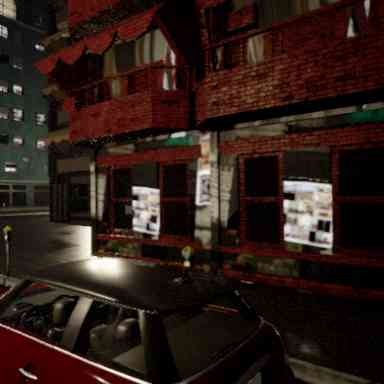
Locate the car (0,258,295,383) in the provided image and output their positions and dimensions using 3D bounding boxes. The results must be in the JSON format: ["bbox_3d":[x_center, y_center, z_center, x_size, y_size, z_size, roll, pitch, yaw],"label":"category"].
[{"bbox_3d":[-1.134,1.454,3.543,4.097,1.590,1.967,0,-1,36],"label":"car"}]
